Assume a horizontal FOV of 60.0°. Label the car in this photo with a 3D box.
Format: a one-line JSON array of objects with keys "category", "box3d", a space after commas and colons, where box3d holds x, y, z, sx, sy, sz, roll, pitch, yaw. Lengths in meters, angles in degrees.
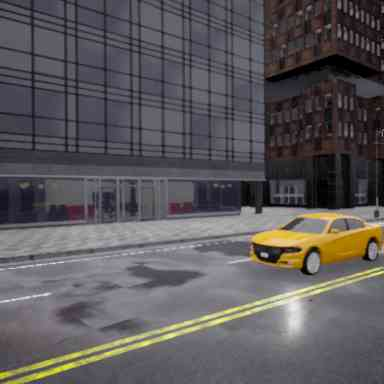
[{"category": "car", "box3d": [4.026, 1.433, 10.481, 5.008, 1.535, 1.882, 0, 0, -35]}]
